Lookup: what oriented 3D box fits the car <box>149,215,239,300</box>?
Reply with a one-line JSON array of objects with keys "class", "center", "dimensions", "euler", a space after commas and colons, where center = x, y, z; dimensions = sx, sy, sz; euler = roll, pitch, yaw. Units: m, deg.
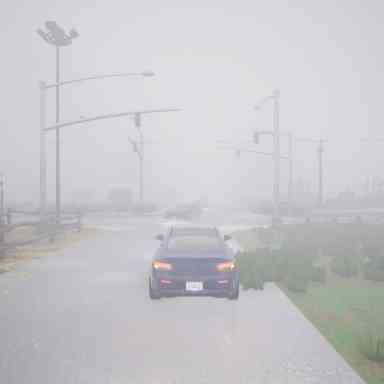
[{"class": "car", "center": [0.044, 1.526, 8.271], "dimensions": [1.812, 1.442, 4.674], "euler": [0, 0, 0]}]

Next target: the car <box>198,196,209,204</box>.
[{"class": "car", "center": [2.201, 1.513, 62.596], "dimensions": [2.033, 1.411, 5.357], "euler": [0, 0, 3]}]

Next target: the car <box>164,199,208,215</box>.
[{"class": "car", "center": [-0.559, 1.548, 27.669], "dimensions": [2.033, 1.411, 5.357], "euler": [0, 0, 18]}]

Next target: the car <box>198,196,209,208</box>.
[{"class": "car", "center": [1.450, 1.513, 47.380], "dimensions": [2.033, 1.411, 5.357], "euler": [0, 0, 2]}]
